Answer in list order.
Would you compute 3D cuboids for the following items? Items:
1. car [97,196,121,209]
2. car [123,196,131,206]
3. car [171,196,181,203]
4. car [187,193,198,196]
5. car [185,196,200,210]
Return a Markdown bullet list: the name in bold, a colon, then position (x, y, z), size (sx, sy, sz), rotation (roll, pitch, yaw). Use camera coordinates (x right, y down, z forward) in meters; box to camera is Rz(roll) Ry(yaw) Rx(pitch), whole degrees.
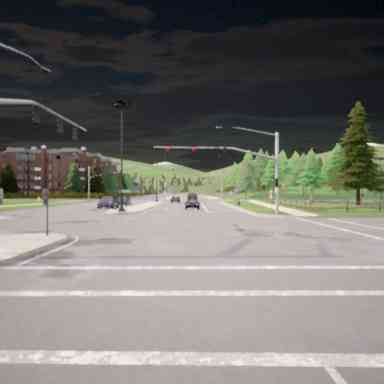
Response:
- **car**: position (-11.491, 1.341, 45.745), size (2.097, 1.767, 4.553), rotation (0, 0, 1)
- **car**: position (-11.467, 1.491, 56.013), size (1.837, 1.490, 4.892), rotation (0, 0, 1)
- **car**: position (-3.405, 1.475, 69.026), size (2.128, 1.511, 4.902), rotation (0, 0, 0)
- **car**: position (0.095, 1.205, 69.052), size (2.150, 2.045, 5.566), rotation (0, 0, 0)
- **car**: position (0.060, 1.591, 43.617), size (1.895, 1.301, 4.718), rotation (0, 0, 0)
